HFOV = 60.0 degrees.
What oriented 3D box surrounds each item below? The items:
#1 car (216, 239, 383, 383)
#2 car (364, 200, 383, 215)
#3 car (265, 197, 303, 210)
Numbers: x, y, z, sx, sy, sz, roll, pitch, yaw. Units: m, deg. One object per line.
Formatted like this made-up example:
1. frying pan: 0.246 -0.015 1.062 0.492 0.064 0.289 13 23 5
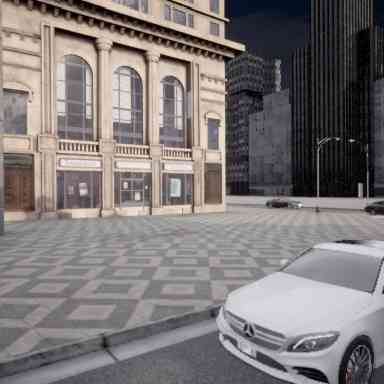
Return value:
1. car: 2.523 1.524 5.178 4.674 1.442 1.812 0 0 -35
2. car: 18.148 1.477 30.197 1.812 1.442 4.674 -1 0 -34
3. car: 11.166 1.408 40.468 2.128 1.511 4.902 -1 0 -34
